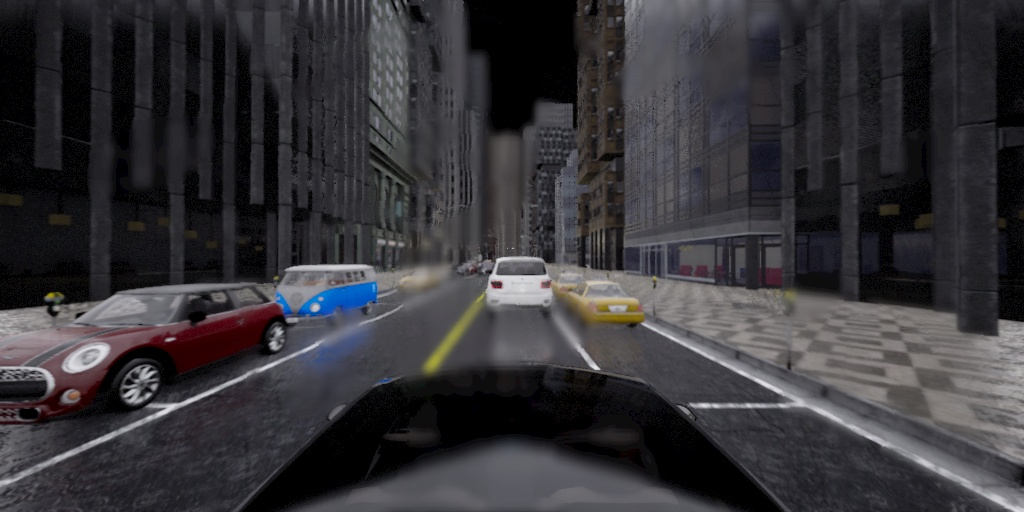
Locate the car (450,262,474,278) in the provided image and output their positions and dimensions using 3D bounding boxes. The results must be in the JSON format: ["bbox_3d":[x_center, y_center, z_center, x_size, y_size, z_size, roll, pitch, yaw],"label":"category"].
[{"bbox_3d":[-5.724,1.657,39.566,1.948,1.339,4.313,0,0,0],"label":"car"}]

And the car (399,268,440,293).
[{"bbox_3d":[-5.742,1.458,22.569,1.751,1.417,4.829,0,0,0],"label":"car"}]

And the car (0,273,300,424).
[{"bbox_3d":[-5.758,1.225,5.912,1.967,1.591,4.097,0,0,0],"label":"car"}]

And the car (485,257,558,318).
[{"bbox_3d":[0.180,1.072,13.691,2.150,2.045,5.566,0,-1,-3],"label":"car"}]

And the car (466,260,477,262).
[{"bbox_3d":[-5.719,1.584,45.176,1.967,1.591,4.097,0,0,0],"label":"car"}]

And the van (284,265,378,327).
[{"bbox_3d":[-5.753,1.173,11.522,1.690,1.789,3.998,0,0,0],"label":"van"}]

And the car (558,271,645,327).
[{"bbox_3d":[2.773,1.359,11.690,1.751,1.417,4.829,0,0,0],"label":"car"}]

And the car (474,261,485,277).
[{"bbox_3d":[-2.999,1.610,42.377,2.128,1.511,4.902,0,-1,1],"label":"car"}]
